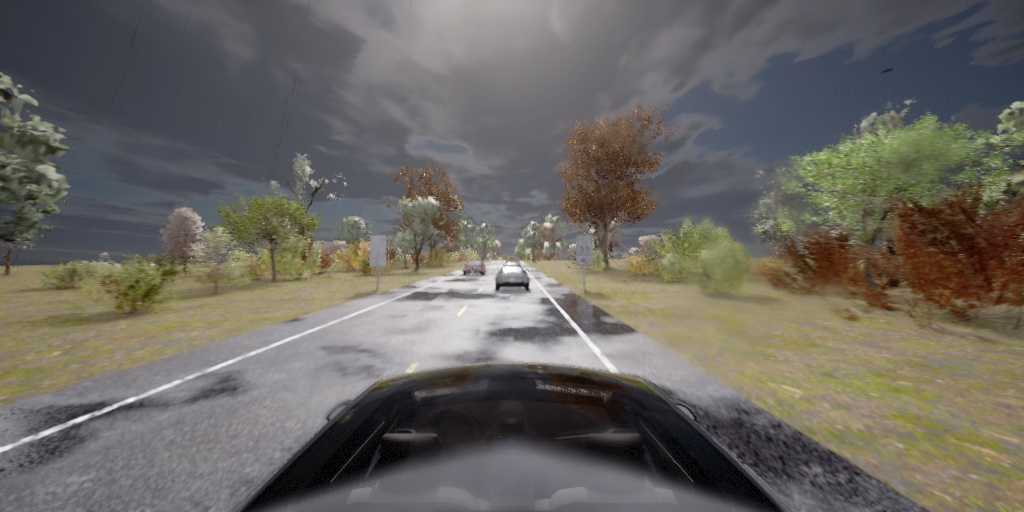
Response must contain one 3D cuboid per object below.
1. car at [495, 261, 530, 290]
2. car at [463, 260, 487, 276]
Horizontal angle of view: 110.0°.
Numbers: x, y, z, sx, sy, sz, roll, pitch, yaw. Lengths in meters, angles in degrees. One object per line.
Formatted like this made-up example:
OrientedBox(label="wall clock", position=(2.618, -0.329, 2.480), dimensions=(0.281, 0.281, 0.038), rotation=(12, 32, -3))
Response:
OrientedBox(label="car", position=(0.020, 1.194, 21.271), dimensions=(1.994, 1.385, 4.181), rotation=(0, 0, 0))
OrientedBox(label="car", position=(-3.517, 1.100, 34.282), dimensions=(1.812, 1.442, 4.674), rotation=(0, 0, 0))
